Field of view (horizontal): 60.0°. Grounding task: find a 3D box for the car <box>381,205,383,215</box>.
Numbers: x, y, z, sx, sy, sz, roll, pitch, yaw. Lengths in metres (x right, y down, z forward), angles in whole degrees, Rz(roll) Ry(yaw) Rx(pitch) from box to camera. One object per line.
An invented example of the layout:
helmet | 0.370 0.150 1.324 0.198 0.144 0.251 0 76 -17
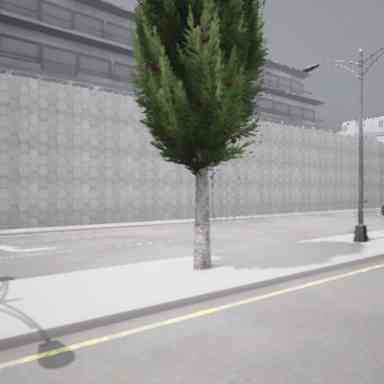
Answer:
car | 20.567 1.482 32.742 5.008 1.535 1.882 0 0 -35
